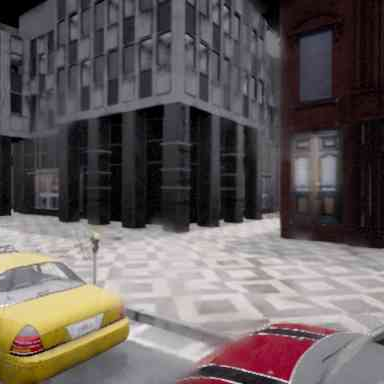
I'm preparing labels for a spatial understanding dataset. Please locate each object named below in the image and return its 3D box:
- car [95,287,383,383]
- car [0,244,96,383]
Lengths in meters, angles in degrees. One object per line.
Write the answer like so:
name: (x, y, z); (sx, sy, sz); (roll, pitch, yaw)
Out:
car: (1.619, 1.442, 1.805); (4.097, 1.590, 1.967); (0, 0, 36)
car: (-3.108, 1.505, 5.178); (4.829, 1.417, 1.752); (0, 0, 36)
